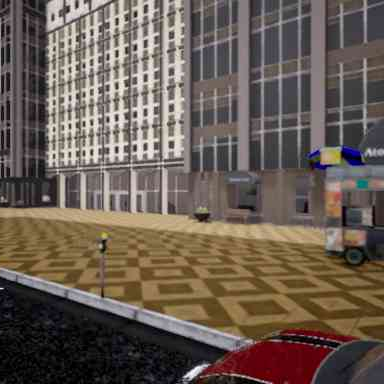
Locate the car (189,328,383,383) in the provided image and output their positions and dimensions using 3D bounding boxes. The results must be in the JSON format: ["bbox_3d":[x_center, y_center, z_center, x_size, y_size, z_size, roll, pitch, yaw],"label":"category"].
[{"bbox_3d":[1.694,1.444,1.671,4.097,1.590,1.967,1,0,35],"label":"car"}]
